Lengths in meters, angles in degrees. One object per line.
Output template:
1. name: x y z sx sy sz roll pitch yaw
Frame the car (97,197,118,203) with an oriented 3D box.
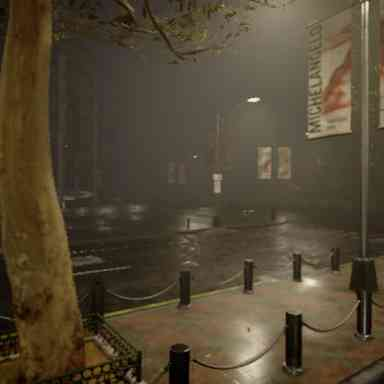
1. car: -20.267 1.801 76.509 4.674 1.442 1.812 0 0 12

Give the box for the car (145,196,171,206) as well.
1. car: -6.336 1.860 65.016 5.008 1.535 1.882 0 -1 41

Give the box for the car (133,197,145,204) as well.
1. car: -10.731 1.918 72.657 4.902 1.511 2.128 0 0 30

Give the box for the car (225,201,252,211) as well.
1. car: 6.768 1.961 48.684 1.994 1.385 4.181 1 0 -36

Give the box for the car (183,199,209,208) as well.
1. car: 0.618 1.943 57.148 2.033 1.411 5.357 1 0 -38

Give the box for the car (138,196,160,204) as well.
1. car: -9.912 1.779 76.171 4.553 1.767 2.097 0 0 26

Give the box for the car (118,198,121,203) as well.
1. car: -19.308 1.823 79.875 4.674 1.442 1.812 0 0 12
